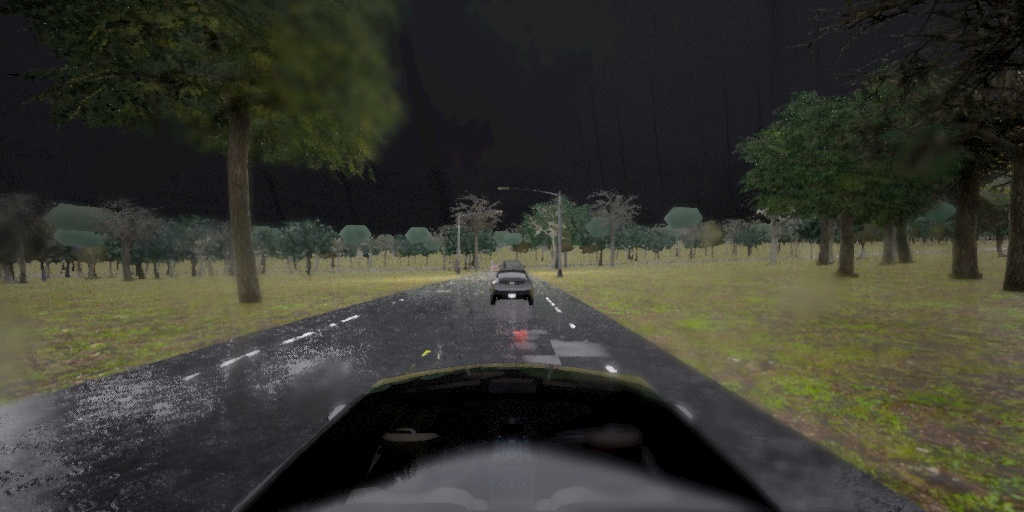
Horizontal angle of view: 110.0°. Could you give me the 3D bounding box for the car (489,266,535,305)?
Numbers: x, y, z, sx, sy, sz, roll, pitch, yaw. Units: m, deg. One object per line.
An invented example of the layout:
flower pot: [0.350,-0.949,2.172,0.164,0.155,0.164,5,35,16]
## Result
car: [0.001,1.357,16.522,1.837,1.490,4.892,0,-1,0]

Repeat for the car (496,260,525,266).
car: [0.001,1.392,31.577,2.150,2.045,5.566,0,-1,0]
